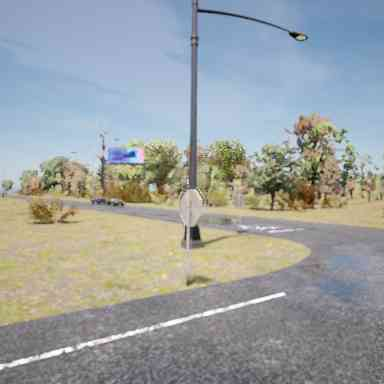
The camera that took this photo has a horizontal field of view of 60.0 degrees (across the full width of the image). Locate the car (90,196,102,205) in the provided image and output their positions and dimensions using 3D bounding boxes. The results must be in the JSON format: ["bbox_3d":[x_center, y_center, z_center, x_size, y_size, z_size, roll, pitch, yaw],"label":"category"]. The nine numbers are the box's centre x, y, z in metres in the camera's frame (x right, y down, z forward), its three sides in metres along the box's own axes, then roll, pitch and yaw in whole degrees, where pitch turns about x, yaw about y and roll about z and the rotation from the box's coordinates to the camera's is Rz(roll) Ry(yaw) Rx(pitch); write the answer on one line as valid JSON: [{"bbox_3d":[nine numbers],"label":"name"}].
[{"bbox_3d":[-17.008,1.578,60.432,1.837,1.490,4.892,1,0,-34],"label":"car"}]

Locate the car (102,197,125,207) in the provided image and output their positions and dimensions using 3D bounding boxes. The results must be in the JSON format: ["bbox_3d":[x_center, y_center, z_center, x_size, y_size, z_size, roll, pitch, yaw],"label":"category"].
[{"bbox_3d":[-12.473,1.687,53.719,1.895,1.301,4.718,1,0,-33],"label":"car"}]
